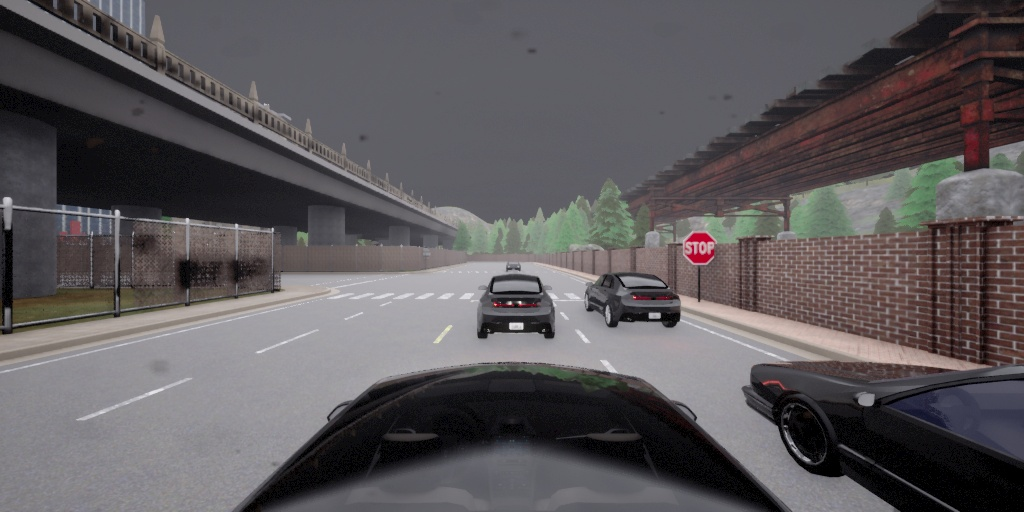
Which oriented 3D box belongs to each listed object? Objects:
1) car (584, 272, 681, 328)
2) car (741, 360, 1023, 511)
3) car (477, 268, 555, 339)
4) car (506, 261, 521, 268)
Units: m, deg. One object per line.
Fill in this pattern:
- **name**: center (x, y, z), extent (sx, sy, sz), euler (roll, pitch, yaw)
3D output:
- **car**: center (3.596, 1.255, 11.443), extent (1.837, 1.490, 4.892), euler (0, 0, 0)
- **car**: center (3.600, 1.297, 1.697), extent (2.033, 1.411, 5.357), euler (0, 0, 0)
- **car**: center (0.095, 1.255, 10.083), extent (1.837, 1.490, 4.892), euler (0, 0, 0)
- **car**: center (0.166, 1.351, 46.360), extent (1.895, 1.301, 4.718), euler (0, 0, -1)
